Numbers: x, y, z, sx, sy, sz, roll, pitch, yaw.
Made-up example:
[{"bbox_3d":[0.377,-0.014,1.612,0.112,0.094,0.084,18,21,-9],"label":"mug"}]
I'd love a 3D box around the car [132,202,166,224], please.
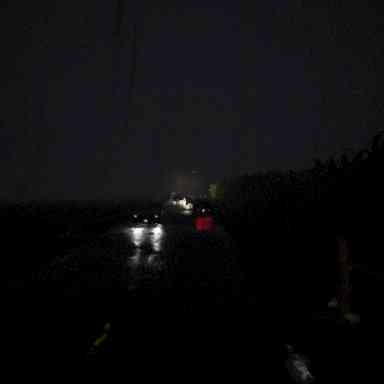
[{"bbox_3d":[-2.844,1.376,23.106,2.033,1.411,5.357,0,0,0],"label":"car"}]

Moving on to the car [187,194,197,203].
[{"bbox_3d":[0.017,1.098,58.521,1.812,1.442,4.674,0,0,0],"label":"car"}]

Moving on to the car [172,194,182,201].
[{"bbox_3d":[-2.746,1.088,64.827,1.994,1.385,4.181,0,0,0],"label":"car"}]

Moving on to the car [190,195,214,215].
[{"bbox_3d":[0.972,1.283,30.167,1.837,1.490,4.892,0,0,0],"label":"car"}]

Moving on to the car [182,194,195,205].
[{"bbox_3d":[0.019,1.140,48.033,2.128,1.511,4.902,0,1,0],"label":"car"}]
